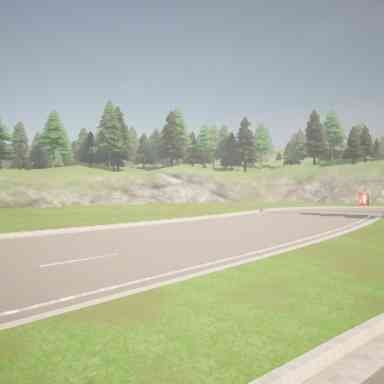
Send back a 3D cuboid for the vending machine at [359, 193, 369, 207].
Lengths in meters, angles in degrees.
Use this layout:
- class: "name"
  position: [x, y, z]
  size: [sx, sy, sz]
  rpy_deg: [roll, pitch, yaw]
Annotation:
- class: "vending machine"
  position: [25.786, 1.194, 49.875]
  size: [0.880, 2.100, 1.100]
  rpy_deg: [0, 0, -2]
